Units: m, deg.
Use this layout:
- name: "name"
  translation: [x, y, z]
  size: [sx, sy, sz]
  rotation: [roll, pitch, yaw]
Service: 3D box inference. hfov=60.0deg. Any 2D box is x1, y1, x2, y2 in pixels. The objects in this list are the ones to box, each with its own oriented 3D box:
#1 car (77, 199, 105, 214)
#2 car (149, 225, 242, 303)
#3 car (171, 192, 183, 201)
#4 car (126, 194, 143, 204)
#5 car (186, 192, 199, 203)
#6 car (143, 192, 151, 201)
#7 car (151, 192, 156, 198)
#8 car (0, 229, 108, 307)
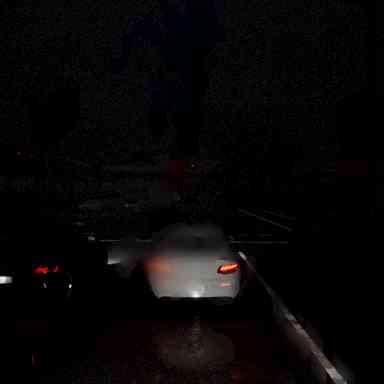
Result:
- name: "car"
  translation: [-10.619, 1.511, 35.531]
  size: [1.812, 1.442, 4.674]
  rotation: [0, 0, 0]
- name: "car"
  translation: [0.077, 1.526, 8.090]
  size: [1.812, 1.442, 4.674]
  rotation: [0, 0, 0]
- name: "car"
  translation: [-3.449, 1.213, 69.823]
  size: [1.812, 1.442, 4.674]
  rotation: [0, 1, 0]
- name: "car"
  translation: [-10.605, 1.420, 59.680]
  size: [1.895, 1.301, 4.718]
  rotation: [0, 1, 0]
- name: "car"
  translation: [0.068, 0.999, 63.305]
  size: [2.150, 2.045, 5.566]
  rotation: [0, 1, 0]
- name: "car"
  translation: [-10.537, 1.212, 71.668]
  size: [1.994, 1.385, 4.181]
  rotation: [0, 1, 0]
- name: "car"
  translation: [-10.544, 0.849, 86.512]
  size: [1.882, 1.535, 5.008]
  rotation: [0, 1, 0]
- name: "car"
  translation: [-3.423, 1.564, 8.043]
  size: [1.994, 1.385, 4.181]
  rotation: [0, 0, 0]
